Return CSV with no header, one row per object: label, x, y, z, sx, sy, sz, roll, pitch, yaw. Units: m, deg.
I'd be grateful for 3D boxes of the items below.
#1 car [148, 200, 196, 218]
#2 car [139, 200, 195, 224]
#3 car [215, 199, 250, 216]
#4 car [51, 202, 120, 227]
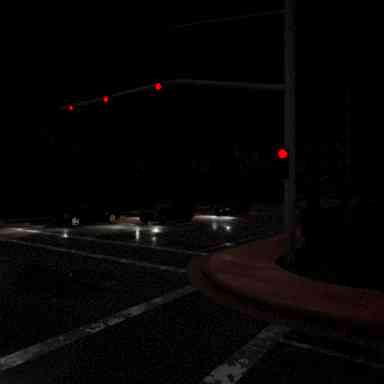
car,-1.757,1.504,30.907,1.837,1.490,4.892,0,0,36
car,-1.769,1.477,24.883,1.882,1.535,5.008,0,0,36
car,4.086,1.504,33.025,1.837,1.490,4.892,0,0,36
car,-7.284,1.477,23.189,1.882,1.535,5.008,0,0,36
